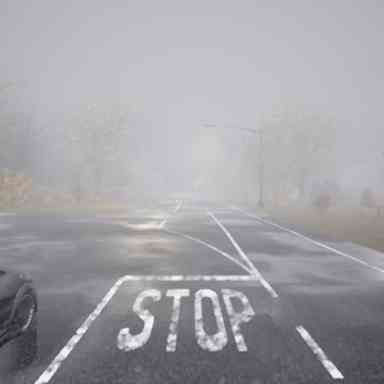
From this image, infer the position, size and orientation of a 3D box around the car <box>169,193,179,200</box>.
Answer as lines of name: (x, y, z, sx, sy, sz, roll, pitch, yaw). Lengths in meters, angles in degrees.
car: (-3.878, 0.984, 71.099, 1.882, 1.535, 5.008, 0, 0, 0)

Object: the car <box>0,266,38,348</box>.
car: (-3.500, 1.543, 3.733, 1.994, 1.385, 4.181, 0, 0, 0)
